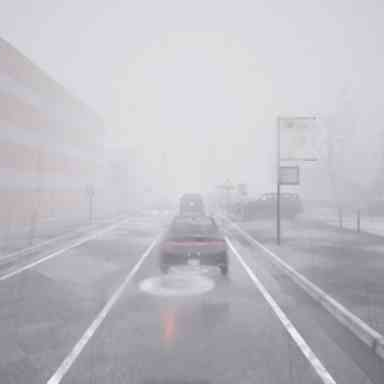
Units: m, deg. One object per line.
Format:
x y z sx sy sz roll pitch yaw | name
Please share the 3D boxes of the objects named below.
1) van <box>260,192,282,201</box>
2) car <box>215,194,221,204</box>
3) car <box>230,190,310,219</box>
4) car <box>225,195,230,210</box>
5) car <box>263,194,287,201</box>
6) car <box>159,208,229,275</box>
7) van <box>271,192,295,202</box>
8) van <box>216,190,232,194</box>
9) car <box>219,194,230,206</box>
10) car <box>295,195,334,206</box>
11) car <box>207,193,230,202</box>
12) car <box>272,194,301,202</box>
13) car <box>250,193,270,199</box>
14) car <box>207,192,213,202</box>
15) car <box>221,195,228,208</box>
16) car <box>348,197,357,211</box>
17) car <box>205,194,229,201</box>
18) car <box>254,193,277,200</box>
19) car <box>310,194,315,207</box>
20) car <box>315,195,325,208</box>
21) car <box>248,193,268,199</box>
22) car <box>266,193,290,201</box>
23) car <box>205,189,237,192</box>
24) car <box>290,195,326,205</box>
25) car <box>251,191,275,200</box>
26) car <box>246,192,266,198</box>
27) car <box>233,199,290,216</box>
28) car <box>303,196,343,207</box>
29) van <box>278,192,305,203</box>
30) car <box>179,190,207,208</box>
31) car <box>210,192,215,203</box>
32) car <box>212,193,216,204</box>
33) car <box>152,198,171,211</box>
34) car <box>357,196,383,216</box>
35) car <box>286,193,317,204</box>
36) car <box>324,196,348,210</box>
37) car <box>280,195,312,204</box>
17.892 0.957 75.455 4.442 1.987 1.878 0 0 -1 | van
5.929 1.323 44.115 4.792 1.488 2.163 0 0 -1 | car
6.213 1.092 27.162 5.566 2.045 2.435 0 0 -1 | car
6.141 1.330 32.815 5.008 1.535 2.097 0 0 -1 | car
18.088 1.222 72.633 4.792 1.488 2.163 0 0 -1 | car
0.057 1.474 10.430 2.128 1.511 4.902 0 0 0 | car
18.266 0.987 66.989 4.442 1.987 1.878 0 0 -1 | van
6.028 1.058 46.942 4.442 1.987 1.878 0 0 -1 | van
6.008 1.344 41.291 4.674 1.452 2.002 0 0 -1 | car
18.432 1.271 50.173 5.008 1.535 2.097 0 0 -1 | car
5.566 1.079 69.543 4.553 1.767 2.185 0 0 -1 | car
18.201 1.224 64.164 4.892 1.521 2.231 0 0 -1 | car
17.794 1.043 86.895 4.792 1.488 2.163 0 1 -1 | car
5.585 1.251 55.414 5.366 1.575 1.946 0 0 -1 | car
6.050 1.353 38.465 4.674 1.452 2.002 0 0 -1 | car
18.723 1.330 33.109 4.892 1.521 2.231 0 0 -1 | car
5.482 1.194 72.369 5.008 1.535 2.097 0 0 -1 | car
17.911 1.129 81.238 5.008 1.535 2.097 0 1 -1 | car
18.519 1.292 44.402 5.008 1.535 2.097 0 0 -1 | car
18.566 1.302 41.578 5.008 1.535 2.097 0 0 -1 | car
17.747 0.983 89.718 4.792 1.488 2.163 0 1 -1 | car
18.069 1.077 69.934 4.553 1.767 2.185 0 0 -1 | car
5.657 0.973 63.893 5.566 2.045 2.435 0 0 -1 | car
18.375 1.262 52.996 5.008 1.535 2.097 0 0 -1 | car
17.842 0.822 84.066 5.566 2.045 2.435 0 1 -1 | car
17.739 0.898 92.415 4.892 1.521 2.231 0 1 -1 | car
6.191 1.377 29.988 4.674 1.452 2.002 0 0 -1 | car
18.506 1.312 47.226 4.792 1.488 2.163 0 0 -1 | car
18.357 1.006 61.340 4.442 1.987 1.878 0 0 -1 | van
-0.026 1.140 31.062 2.150 2.045 5.566 0 0 0 | car
6.003 1.261 52.594 5.366 1.575 1.946 0 0 -1 | car
5.862 1.314 49.766 4.674 1.452 2.002 0 0 -1 | car
-3.528 1.445 39.144 1.994 1.385 4.181 0 1 0 | car
18.734 1.084 30.408 5.566 2.045 2.435 0 0 -1 | car
18.364 1.126 55.819 4.553 1.767 2.185 0 0 -1 | car
18.614 1.313 38.755 4.892 1.521 2.231 0 0 -1 | car
18.291 1.242 58.642 5.008 1.535 2.097 0 0 -1 | car
